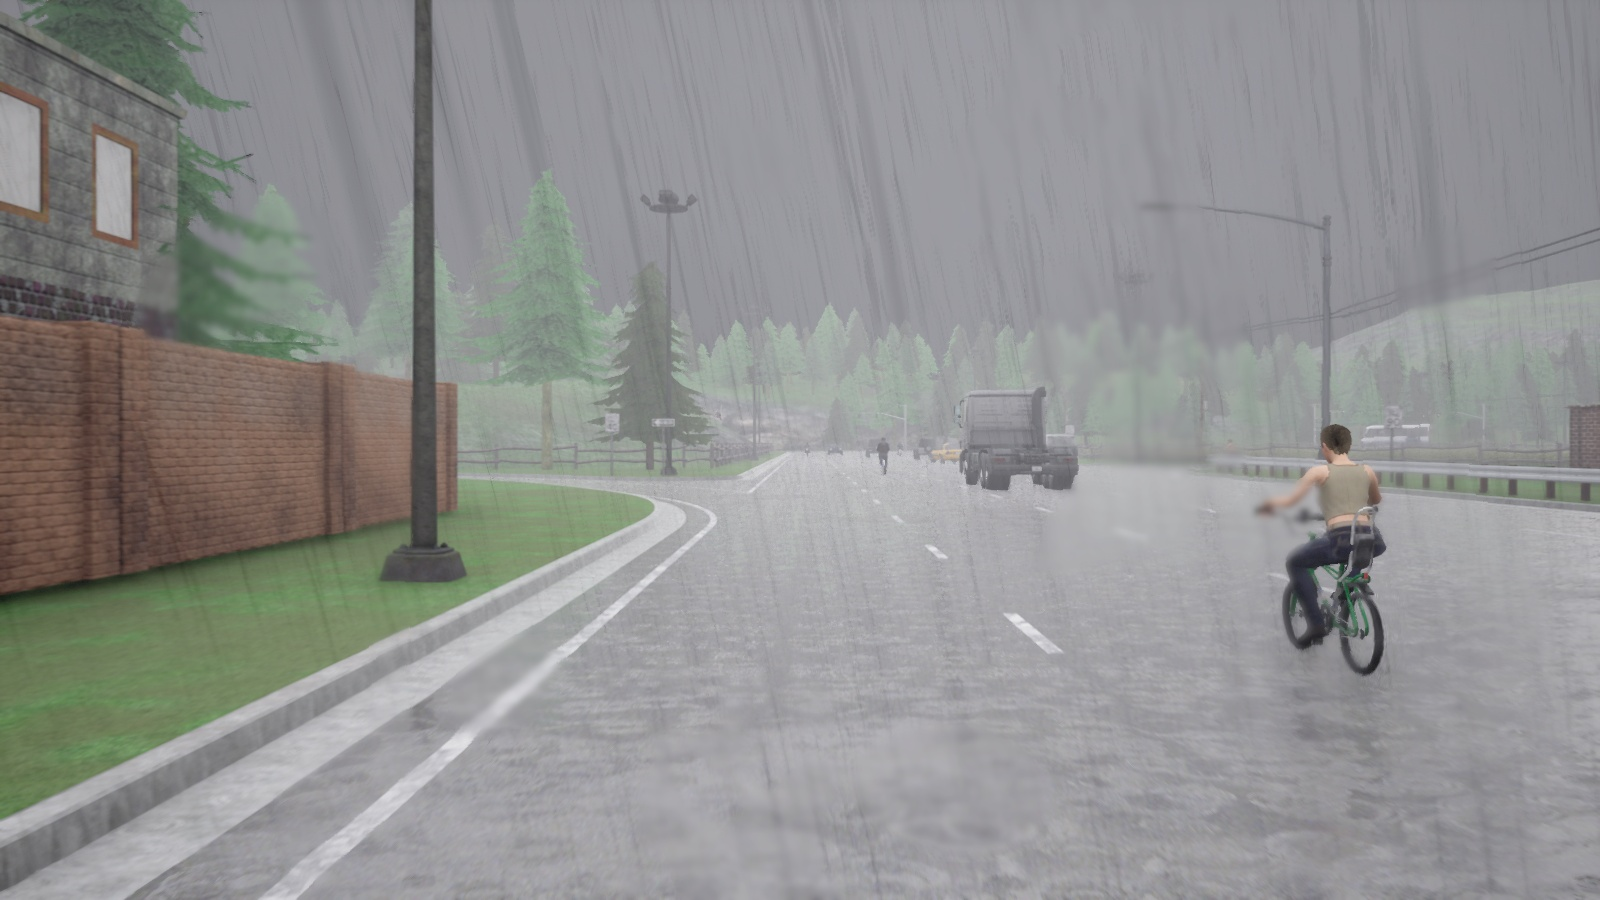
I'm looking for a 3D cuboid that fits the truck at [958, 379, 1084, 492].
[{"bbox_3d":[7.256,-0.468,42.339,2.891,3.462,7.936,0,0,0],"label":"truck"}]

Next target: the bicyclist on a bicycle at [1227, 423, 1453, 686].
[{"bbox_3d":[3.568,0.638,8.457,0.866,1.612,1.509,0,0,0],"label":"bicyclist on a bicycle"}]

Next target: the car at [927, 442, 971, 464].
[{"bbox_3d":[10.759,0.182,90.873,1.801,1.575,5.366,0,0,-8],"label":"car"}]

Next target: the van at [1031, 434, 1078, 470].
[{"bbox_3d":[14.419,0.110,71.253,1.775,1.987,4.442,0,0,0],"label":"van"}]
